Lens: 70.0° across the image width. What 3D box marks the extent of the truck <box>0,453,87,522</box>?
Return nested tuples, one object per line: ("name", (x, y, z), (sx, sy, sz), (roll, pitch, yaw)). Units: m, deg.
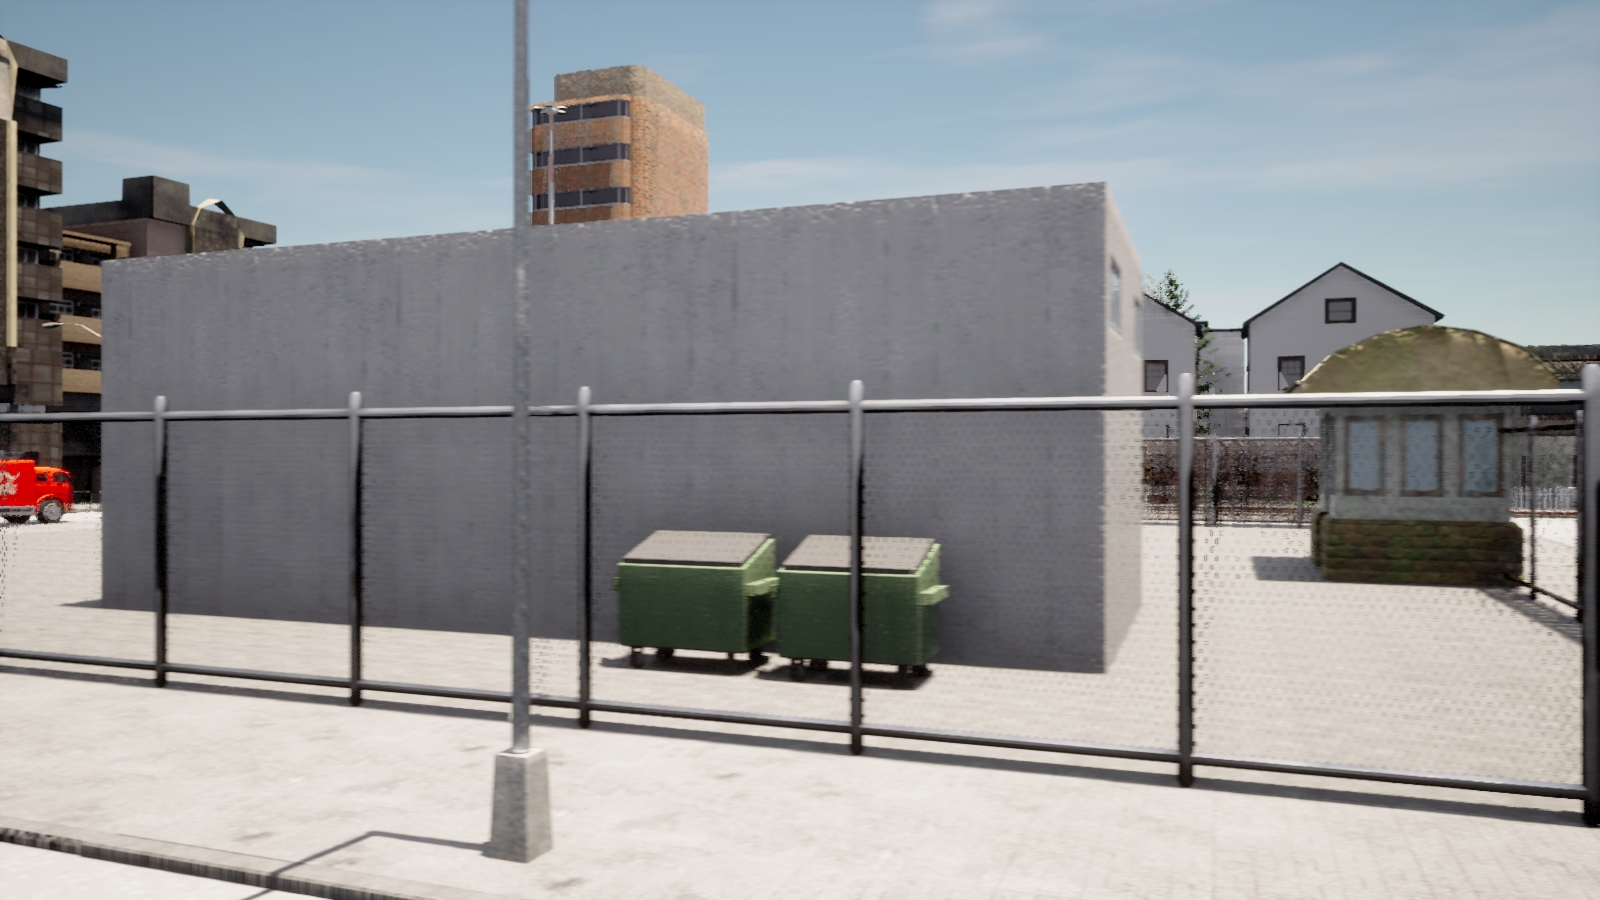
("truck", (-29.576, 1.353, 41.946), (2.627, 2.467, 5.204), (0, 0, 22))
